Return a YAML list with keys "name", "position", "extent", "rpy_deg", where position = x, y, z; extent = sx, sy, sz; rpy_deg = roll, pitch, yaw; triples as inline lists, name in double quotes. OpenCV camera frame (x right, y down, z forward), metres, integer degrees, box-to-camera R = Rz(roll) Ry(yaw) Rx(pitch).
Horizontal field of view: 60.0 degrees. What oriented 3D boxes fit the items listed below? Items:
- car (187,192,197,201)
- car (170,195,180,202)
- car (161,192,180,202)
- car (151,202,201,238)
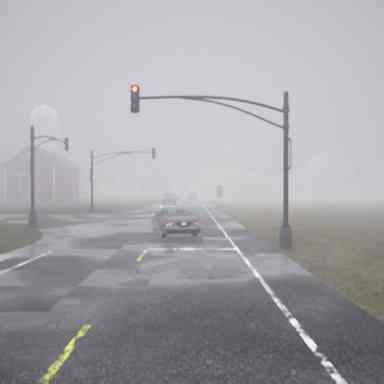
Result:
- name: "car"
  position: [0.041, 0.988, 75.047]
  extent: [2.150, 2.045, 5.566]
  rpy_deg: [0, 0, 0]
- name: "car"
  position: [-3.467, 1.352, 68.554]
  extent: [1.994, 1.385, 4.181]
  rpy_deg: [0, 0, 0]
- name: "car"
  position: [-3.554, 1.075, 52.799]
  extent: [2.150, 2.045, 5.566]
  rpy_deg: [0, 0, 1]
- name: "car"
  position: [-1.003, 1.507, 17.655]
  extent: [2.033, 1.411, 5.357]
  rpy_deg: [0, 0, -14]
